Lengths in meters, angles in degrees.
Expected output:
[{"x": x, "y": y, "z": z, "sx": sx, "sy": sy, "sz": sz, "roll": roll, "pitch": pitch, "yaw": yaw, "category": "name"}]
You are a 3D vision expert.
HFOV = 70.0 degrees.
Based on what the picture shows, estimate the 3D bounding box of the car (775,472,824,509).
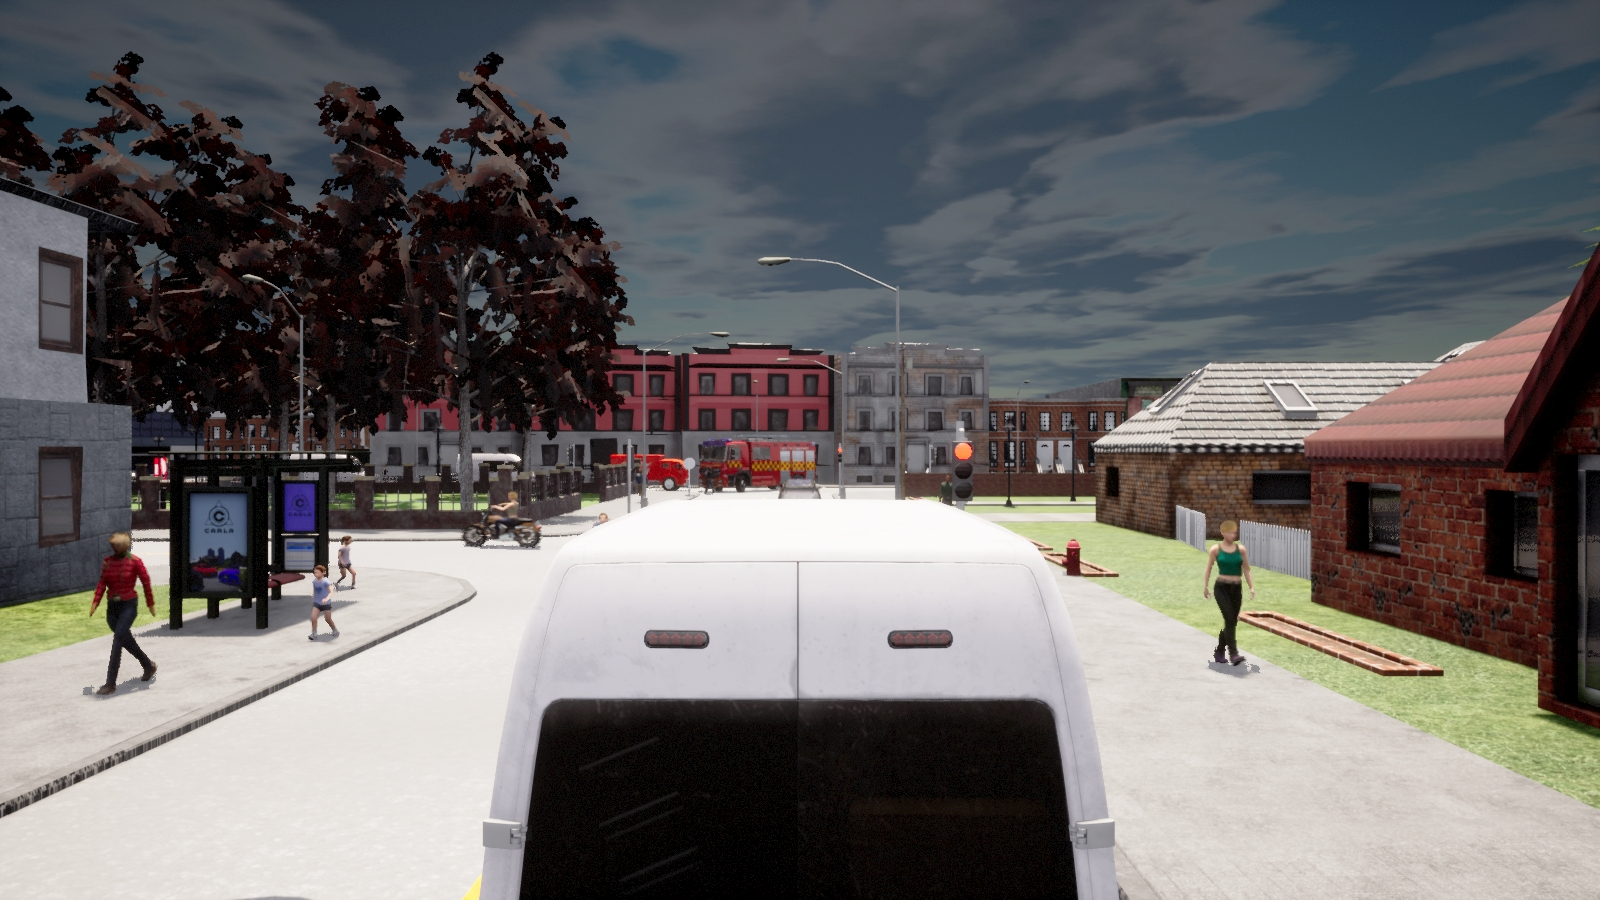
[{"x": -0.019, "y": 1.827, "z": 52.091, "sx": 2.128, "sy": 1.511, "sz": 4.902, "roll": 0, "pitch": 0, "yaw": 0, "category": "car"}]

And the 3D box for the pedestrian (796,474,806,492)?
[{"x": 0.066, "y": 2.008, "z": 70.164, "sx": 0.500, "sy": 1.100, "sz": 0.500, "roll": 0, "pitch": 0, "yaw": 19, "category": "pedestrian"}]

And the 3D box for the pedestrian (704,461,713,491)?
[{"x": -5.723, "y": 1.628, "z": 71.352, "sx": 0.375, "sy": 1.860, "sz": 0.375, "roll": 0, "pitch": 0, "yaw": 43, "category": "pedestrian"}]

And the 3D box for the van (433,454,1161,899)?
[{"x": -0.009, "y": 1.315, "z": 6.082, "sx": 1.988, "sy": 2.561, "sz": 5.915, "roll": 0, "pitch": 0, "yaw": 0, "category": "van"}]

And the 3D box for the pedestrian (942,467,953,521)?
[{"x": 5.141, "y": 1.523, "z": 39.871, "sx": 0.375, "sy": 1.860, "sz": 0.375, "roll": 0, "pitch": 0, "yaw": 8, "category": "pedestrian"}]

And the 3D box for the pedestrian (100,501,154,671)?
[{"x": -7.573, "y": 1.517, "z": 12.863, "sx": 0.375, "sy": 1.860, "sz": 0.375, "roll": 0, "pitch": 0, "yaw": 2, "category": "pedestrian"}]

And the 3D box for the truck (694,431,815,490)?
[{"x": -3.017, "y": 0.670, "z": 78.008, "sx": 8.468, "sy": 3.827, "sz": 2.891, "roll": 0, "pitch": 0, "yaw": -43, "category": "truck"}]

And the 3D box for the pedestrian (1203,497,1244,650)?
[{"x": 5.261, "y": 1.524, "z": 14.206, "sx": 0.375, "sy": 1.860, "sz": 0.375, "roll": 0, "pitch": 0, "yaw": 1, "category": "pedestrian"}]

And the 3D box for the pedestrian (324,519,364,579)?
[{"x": -8.784, "y": 1.896, "z": 22.024, "sx": 0.500, "sy": 1.100, "sz": 0.500, "roll": 0, "pitch": 0, "yaw": 20, "category": "pedestrian"}]

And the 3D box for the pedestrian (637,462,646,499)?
[{"x": -7.968, "y": 1.526, "z": 57.411, "sx": 0.375, "sy": 1.860, "sz": 0.375, "roll": 0, "pitch": 0, "yaw": 11, "category": "pedestrian"}]

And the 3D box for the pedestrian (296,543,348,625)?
[{"x": -6.792, "y": 1.897, "z": 16.258, "sx": 0.500, "sy": 1.100, "sz": 0.500, "roll": 0, "pitch": 0, "yaw": 8, "category": "pedestrian"}]
